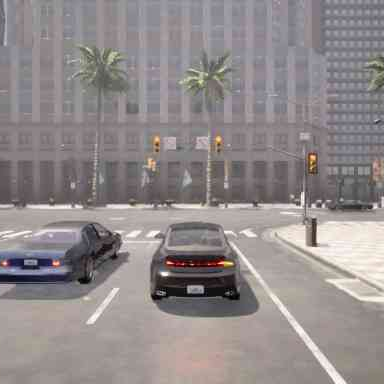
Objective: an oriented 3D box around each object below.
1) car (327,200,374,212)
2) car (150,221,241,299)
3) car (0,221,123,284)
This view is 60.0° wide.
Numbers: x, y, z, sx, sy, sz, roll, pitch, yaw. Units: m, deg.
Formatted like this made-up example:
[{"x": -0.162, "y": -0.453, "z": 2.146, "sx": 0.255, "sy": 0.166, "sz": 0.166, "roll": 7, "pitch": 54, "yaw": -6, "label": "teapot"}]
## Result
[{"x": 18.215, "y": 1.601, "z": 38.483, "sx": 4.718, "sy": 1.301, "sz": 1.895, "roll": 0, "pitch": 0, "yaw": 0, "label": "car"}, {"x": 0.074, "y": 1.505, "z": 8.403, "sx": 1.837, "sy": 1.490, "sz": 4.892, "roll": 0, "pitch": 0, "yaw": 0, "label": "car"}, {"x": -3.422, "y": 1.547, "z": 9.597, "sx": 2.033, "sy": 1.411, "sz": 5.357, "roll": 0, "pitch": 0, "yaw": 0, "label": "car"}]
